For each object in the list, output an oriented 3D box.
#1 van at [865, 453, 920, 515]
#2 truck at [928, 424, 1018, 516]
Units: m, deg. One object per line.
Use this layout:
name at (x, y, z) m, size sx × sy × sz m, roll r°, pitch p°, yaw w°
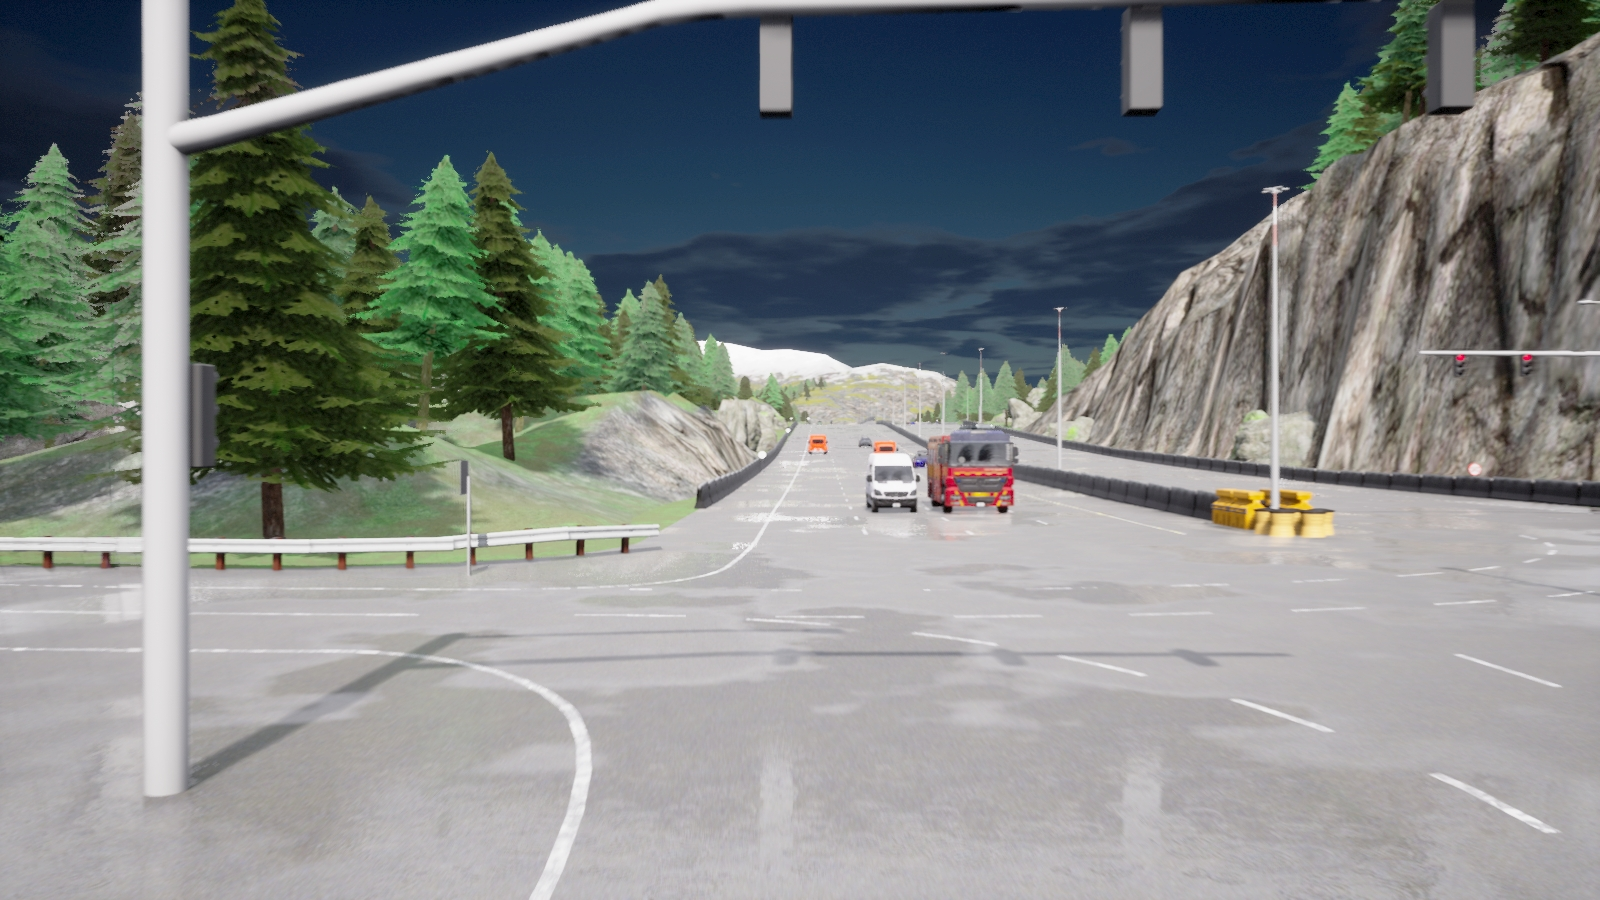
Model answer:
van at (4.100, 1.456, 51.576) m, size 1.988 × 2.561 × 5.915 m, roll 0°, pitch 0°, yaw 0°
truck at (7.608, 0.810, 51.437) m, size 2.891 × 3.827 × 8.468 m, roll 0°, pitch 0°, yaw 1°
